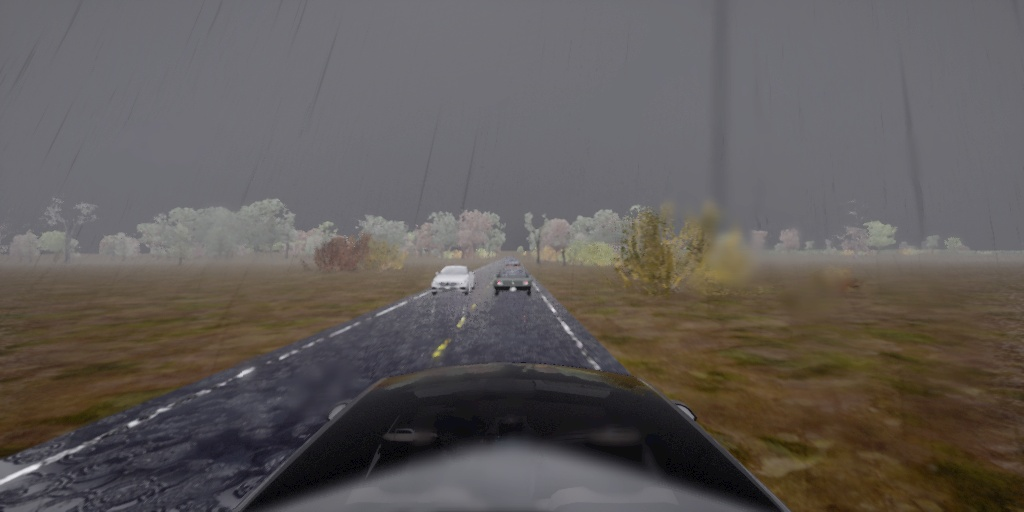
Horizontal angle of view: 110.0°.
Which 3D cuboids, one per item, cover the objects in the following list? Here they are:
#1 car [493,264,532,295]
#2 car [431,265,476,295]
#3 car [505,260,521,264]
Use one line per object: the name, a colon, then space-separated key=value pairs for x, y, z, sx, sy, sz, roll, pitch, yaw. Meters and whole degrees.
car: x=0.051 y=1.304 z=19.243 sx=1.895 sy=1.301 sz=4.718 roll=0 pitch=0 yaw=0
car: x=-3.037 y=1.229 z=19.339 sx=1.812 sy=1.442 sz=4.674 roll=0 pitch=0 yaw=0
car: x=0.079 y=1.146 z=35.255 sx=2.128 sy=1.511 sz=4.902 roll=0 pitch=0 yaw=0
